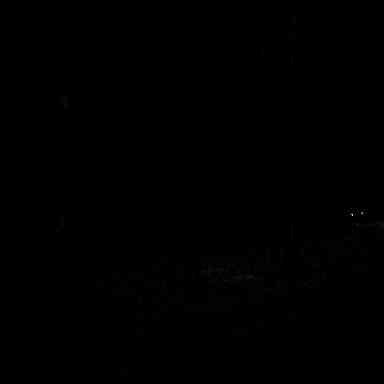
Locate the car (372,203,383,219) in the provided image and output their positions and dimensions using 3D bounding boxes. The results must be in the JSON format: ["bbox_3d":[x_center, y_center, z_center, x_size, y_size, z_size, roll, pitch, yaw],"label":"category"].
[{"bbox_3d":[15.844,1.581,29.012,1.947,1.339,4.313,0,0,-35],"label":"car"}]

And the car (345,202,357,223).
[{"bbox_3d":[9.307,1.540,24.354,1.947,1.339,4.313,0,0,-35],"label":"car"}]

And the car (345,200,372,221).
[{"bbox_3d":[10.845,1.209,26.575,2.150,2.045,5.566,0,0,-35],"label":"car"}]
